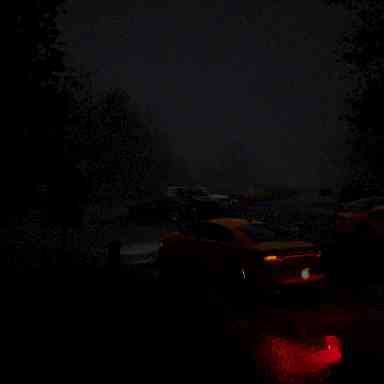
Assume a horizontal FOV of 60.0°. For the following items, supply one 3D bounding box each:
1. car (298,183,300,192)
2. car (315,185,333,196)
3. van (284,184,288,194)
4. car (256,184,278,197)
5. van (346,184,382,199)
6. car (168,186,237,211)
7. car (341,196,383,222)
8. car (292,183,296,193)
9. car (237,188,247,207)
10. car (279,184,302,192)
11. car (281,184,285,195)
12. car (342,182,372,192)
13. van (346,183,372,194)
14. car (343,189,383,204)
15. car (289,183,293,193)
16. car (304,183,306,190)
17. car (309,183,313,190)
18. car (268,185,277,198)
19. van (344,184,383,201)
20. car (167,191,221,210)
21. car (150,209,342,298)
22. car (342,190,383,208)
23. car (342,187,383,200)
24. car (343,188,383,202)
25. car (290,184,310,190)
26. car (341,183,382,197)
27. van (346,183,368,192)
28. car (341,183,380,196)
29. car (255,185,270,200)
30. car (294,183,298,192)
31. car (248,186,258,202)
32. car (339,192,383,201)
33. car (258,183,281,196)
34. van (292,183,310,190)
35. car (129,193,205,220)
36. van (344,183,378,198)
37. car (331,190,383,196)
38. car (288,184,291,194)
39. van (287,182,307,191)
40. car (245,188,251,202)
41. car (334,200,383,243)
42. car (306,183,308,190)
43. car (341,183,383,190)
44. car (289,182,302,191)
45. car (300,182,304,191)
[{"bbox_3d":[17.910,-0.568,64.826,4.892,1.521,2.231,1,2,25],"label":"car"},{"bbox_3d":[21.409,-0.155,53.036,2.128,1.511,4.902,1,2,25],"label":"car"},{"bbox_3d":[12.177,-0.376,52.183,4.442,1.987,1.878,1,2,25],"label":"van"},{"bbox_3d":[8.566,0.108,44.689,4.892,1.521,2.231,1,3,25],"label":"car"},{"bbox_3d":[24.015,-0.176,46.624,4.442,1.987,1.878,1,2,25],"label":"van"},{"bbox_3d":[0.435,0.589,27.055,5.566,2.045,2.435,1,3,25],"label":"car"},{"bbox_3d":[12.271,1.078,21.576,4.674,1.452,2.002,1,3,25],"label":"car"},{"bbox_3d":[15.545,-0.373,59.806,4.792,1.488,2.163,1,2,25],"label":"car"},{"bbox_3d":[1.745,0.732,29.516,5.366,1.575,1.946,1,3,25],"label":"car"},{"bbox_3d":[21.376,-0.945,72.391,4.553,1.767,2.185,1,2,25],"label":"car"},{"bbox_3d":[10.931,-0.038,49.710,4.792,1.488,2.163,1,2,25],"label":"car"},{"bbox_3d":[35.578,-1.040,71.922,5.566,2.045,2.435,1,2,25],"label":"car"},{"bbox_3d":[32.217,-0.762,64.325,4.442,1.987,1.878,1,2,25],"label":"van"},{"bbox_3d":[19.336,0.428,36.743,4.792,1.488,2.163,1,3,25],"label":"car"},{"bbox_3d":[14.378,-0.290,57.289,4.792,1.488,2.163,1,2,25],"label":"car"},{"bbox_3d":[22.542,-1.029,74.909,4.553,1.767,2.185,1,2,25],"label":"car"},{"bbox_3d":[27.263,-1.487,84.951,5.566,2.045,2.435,1,2,25],"label":"car"},{"bbox_3d":[7.576,0.202,42.099,5.366,1.575,1.946,1,2,25],"label":"car"},{"bbox_3d":[21.477,-0.009,41.680,4.442,1.987,1.878,1,2,24],"label":"van"},{"bbox_3d":[-0.752,0.947,24.558,5.008,1.535,2.097,1,3,25],"label":"car"},{"bbox_3d":[0.887,1.400,8.438,1.882,1.535,5.008,2,-1,-31],"label":"car"},{"bbox_3d":[16.903,0.638,31.630,4.792,1.488,2.163,1,3,25],"label":"car"},{"bbox_3d":[22.750,0.131,44.167,5.008,1.535,2.097,1,2,25],"label":"car"},{"bbox_3d":[20.445,0.337,39.136,4.792,1.488,2.163,1,2,25],"label":"car"},{"bbox_3d":[28.419,-1.260,87.455,4.792,1.488,2.163,1,2,25],"label":"car"},{"bbox_3d":[26.212,-0.370,51.709,5.566,2.045,2.435,1,2,25],"label":"car"},{"bbox_3d":[36.874,-1.095,74.374,4.442,1.987,1.878,1,2,25],"label":"van"},{"bbox_3d":[27.376,-0.453,54.221,5.566,2.045,2.435,1,2,25],"label":"car"},{"bbox_3d":[6.125,0.294,39.849,5.366,1.575,1.946,1,3,25],"label":"car"},{"bbox_3d":[16.569,-0.491,62.389,5.366,1.575,1.946,1,2,25],"label":"car"},{"bbox_3d":[3.741,0.511,34.706,5.366,1.575,1.946,1,3,25],"label":"car"},{"bbox_3d":[10.026,1.123,16.645,4.553,1.767,2.185,1,3,25],"label":"car"},{"bbox_3d":[9.768,-0.107,47.189,4.553,1.767,2.185,1,2,25],"label":"car"},{"bbox_3d":[29.458,-1.556,90.035,4.442,1.987,1.878,1,1,25],"label":"van"},{"bbox_3d":[-1.950,1.084,22.057,4.792,1.488,2.163,1,3,25],"label":"car"},{"bbox_3d":[24.968,-0.262,49.235,4.442,1.987,1.878,1,2,25],"label":"van"},{"bbox_3d":[13.269,0.925,24.162,5.366,1.575,1.946,1,3,25],"label":"car"},{"bbox_3d":[13.211,-0.206,54.771,4.792,1.488,2.163,1,2,25],"label":"car"},{"bbox_3d":[25.965,-1.381,82.495,4.442,1.987,1.878,1,2,25],"label":"van"},{"bbox_3d":[2.749,0.626,32.109,4.892,1.521,2.231,1,3,25],"label":"car"},{"bbox_3d":[8.828,1.355,14.153,5.008,1.535,2.097,1,3,25],"label":"car"},{"bbox_3d":[23.732,-0.986,77.420,5.008,1.535,2.097,1,2,25],"label":"car"},{"bbox_3d":[15.790,0.465,29.084,5.566,2.045,2.435,1,3,25],"label":"car"},{"bbox_3d":[19.065,-0.651,67.349,4.892,1.521,2.231,1,2,25],"label":"car"},{"bbox_3d":[20.069,-0.742,69.942,5.366,1.575,1.946,1,2,25],"label":"car"}]
